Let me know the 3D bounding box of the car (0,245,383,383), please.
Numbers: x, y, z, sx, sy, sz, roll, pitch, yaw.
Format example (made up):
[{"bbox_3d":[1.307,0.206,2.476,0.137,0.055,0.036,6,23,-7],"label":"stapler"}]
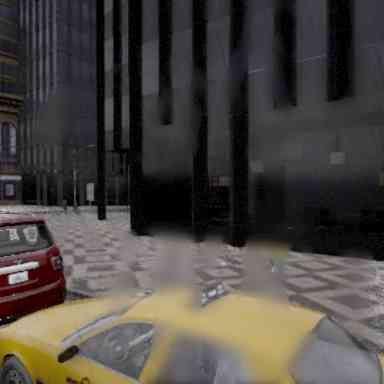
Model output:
[{"bbox_3d":[-0.071,1.492,3.003,4.829,1.417,1.752,0,1,35],"label":"car"}]

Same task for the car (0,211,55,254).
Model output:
[{"bbox_3d":[-4.372,1.274,6.022,5.009,1.841,2.192,0,1,35],"label":"car"}]
